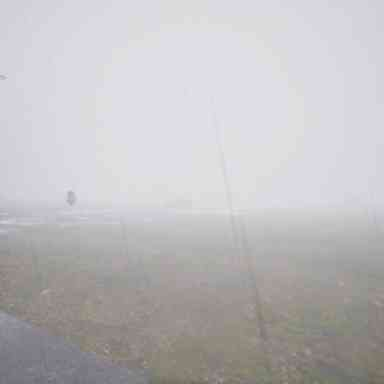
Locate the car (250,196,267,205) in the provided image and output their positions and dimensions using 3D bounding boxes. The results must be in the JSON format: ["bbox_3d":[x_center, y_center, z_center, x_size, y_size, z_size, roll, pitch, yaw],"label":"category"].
[{"bbox_3d":[13.303,1.680,66.373,2.097,1.767,4.553,2,0,36],"label":"car"}]

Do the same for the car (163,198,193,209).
[{"bbox_3d":[-1.859,1.545,45.404,1.882,1.535,5.008,2,1,36],"label":"car"}]
